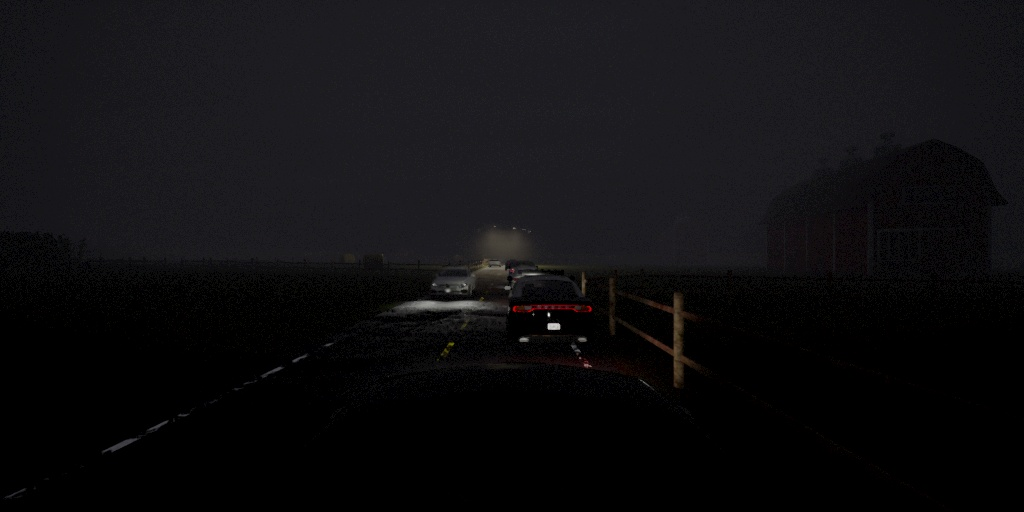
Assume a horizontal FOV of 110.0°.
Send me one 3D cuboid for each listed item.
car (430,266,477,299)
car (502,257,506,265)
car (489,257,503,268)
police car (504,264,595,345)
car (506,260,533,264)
[{"bbox_3d":[-2.862,1.274,18.337,1.812,1.442,4.674,0,0,0],"label":"car"},{"bbox_3d":[0.020,1.220,49.789,1.882,1.535,5.008,0,0,0],"label":"car"},{"bbox_3d":[-2.875,1.264,59.706,1.812,1.442,4.674,0,0,0],"label":"car"},{"bbox_3d":[0.819,1.174,9.607,1.930,1.638,5.238,0,0,0],"label":"police car"},{"bbox_3d":[0.806,1.099,25.467,2.097,1.767,4.553,0,0,0],"label":"car"}]
